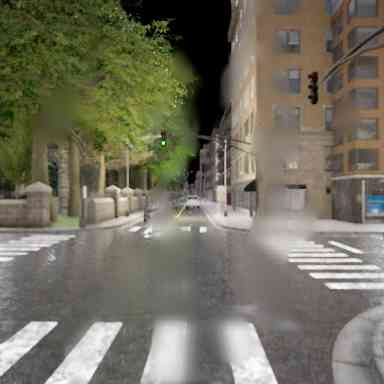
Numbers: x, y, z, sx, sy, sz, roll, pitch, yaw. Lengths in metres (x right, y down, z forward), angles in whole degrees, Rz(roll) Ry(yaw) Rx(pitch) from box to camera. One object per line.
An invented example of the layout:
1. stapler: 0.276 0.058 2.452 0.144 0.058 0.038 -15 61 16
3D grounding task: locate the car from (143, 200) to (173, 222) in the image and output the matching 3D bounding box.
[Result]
1. car: -3.060 1.736 28.798 2.128 1.511 4.902 0 0 -1

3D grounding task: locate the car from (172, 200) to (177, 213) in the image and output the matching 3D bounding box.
1. car: -3.064 1.919 38.880 1.895 1.301 4.718 0 0 0

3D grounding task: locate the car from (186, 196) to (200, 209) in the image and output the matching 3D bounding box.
1. car: 0.147 1.656 54.819 2.150 2.045 5.566 0 0 1
